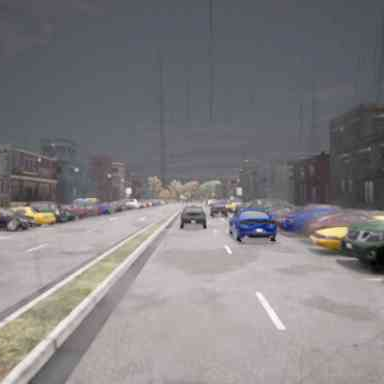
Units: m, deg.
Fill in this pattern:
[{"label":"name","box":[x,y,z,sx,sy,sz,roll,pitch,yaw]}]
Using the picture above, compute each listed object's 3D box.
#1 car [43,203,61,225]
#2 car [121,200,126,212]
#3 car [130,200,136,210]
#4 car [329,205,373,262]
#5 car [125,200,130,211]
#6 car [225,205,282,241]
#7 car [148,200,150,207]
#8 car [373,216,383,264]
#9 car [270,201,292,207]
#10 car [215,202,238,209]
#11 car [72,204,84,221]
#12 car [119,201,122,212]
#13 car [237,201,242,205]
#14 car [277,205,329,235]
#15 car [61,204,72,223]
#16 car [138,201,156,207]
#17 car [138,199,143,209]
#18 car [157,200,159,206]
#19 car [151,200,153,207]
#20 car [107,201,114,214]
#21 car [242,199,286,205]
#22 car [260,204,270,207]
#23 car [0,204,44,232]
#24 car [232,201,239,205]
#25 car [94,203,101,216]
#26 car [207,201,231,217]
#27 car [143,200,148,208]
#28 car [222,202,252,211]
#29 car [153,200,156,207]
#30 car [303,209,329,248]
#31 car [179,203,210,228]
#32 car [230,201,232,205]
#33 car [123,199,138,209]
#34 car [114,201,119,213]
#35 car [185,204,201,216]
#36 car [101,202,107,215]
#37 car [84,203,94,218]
[{"label":"car","box":[-12.961,1.796,24.575,5.366,1.575,1.946,0,-1,0]},{"label":"car","box":[-12.758,2.344,49.454,4.792,1.488,2.163,0,-1,0]},{"label":"car","box":[-12.711,2.543,57.788,4.674,1.452,2.002,0,-1,0]},{"label":"car","box":[7.611,1.308,10.279,5.566,2.045,2.435,0,-1,0]},{"label":"car","box":[-12.731,2.377,52.234,4.892,1.521,2.231,0,-1,0]},{"label":"car","box":[3.098,1.672,17.785,1.882,1.535,5.008,0,-1,0]},{"label":"car","box":[-12.867,2.906,74.585,5.366,1.575,1.946,0,-1,0]},{"label":"car","box":[7.610,1.276,7.522,5.566,2.045,2.435,0,-1,0]},{"label":"car","box":[7.670,1.613,21.299,4.553,1.767,2.185,0,-1,0]},{"label":"car","box":[7.593,2.895,73.675,5.008,1.535,2.097,0,-1,0]},{"label":"car","box":[-12.736,1.935,30.006,4.792,1.488,2.163,0,-1,0]},{"label":"car","box":[-12.732,2.293,46.676,4.674,1.452,2.002,0,-1,0]},{"label":"car","box":[7.633,2.001,35.081,5.008,1.535,2.097,0,-1,0]},{"label":"car","box":[7.633,1.687,18.540,5.008,1.535,2.097,0,-1,0]},{"label":"car","box":[-12.743,1.725,27.238,4.553,1.767,2.185,0,-1,0]},{"label":"car","box":[-12.653,3.424,94.026,4.792,1.488,2.163,0,-1,0]},{"label":"car","box":[-12.731,2.385,63.476,5.566,2.045,2.435,0,-1,0]},{"label":"car","box":[-12.650,3.075,91.253,5.566,2.045,2.435,0,-1,0]},{"label":"car","box":[-12.677,3.046,80.016,5.008,1.535,2.097,0,-1,0]},{"label":"car","box":[-12.739,2.136,41.245,5.008,1.535,2.097,0,-1,0]},{"label":"car","box":[7.666,1.643,29.572,5.566,2.045,2.435,0,-1,0]},{"label":"car","box":[7.667,1.819,24.053,4.792,1.488,2.163,0,-1,0]},{"label":"car","box":[-12.787,1.746,21.795,4.892,1.521,2.231,0,-1,0]},{"label":"car","box":[7.667,2.143,40.593,4.792,1.488,2.163,0,-1,0]},{"label":"car","box":[-12.749,2.019,35.563,4.892,1.521,2.231,0,-1,0]},{"label":"car","box":[3.098,2.117,39.512,1.837,1.490,4.892,0,-1,0]},{"label":"car","box":[-12.658,2.869,71.805,4.792,1.488,2.163,0,-1,0]},{"label":"car","box":[7.660,2.512,57.137,4.792,1.488,2.163,0,-1,0]},{"label":"car","box":[-12.677,3.188,85.690,5.008,1.535,2.097,0,-1,0]},{"label":"car","box":[7.453,1.592,13.028,5.366,1.575,1.946,0,-1,0]},{"label":"car","box":[0.098,1.830,24.946,1.837,1.490,4.892,0,-1,0]},{"label":"car","box":[7.635,2.214,43.386,4.674,1.452,2.002,0,-1,0]},{"label":"car","box":[-12.740,2.445,60.661,4.553,1.767,2.185,0,-1,0]},{"label":"car","box":[-12.746,2.196,44.023,4.892,1.521,2.231,0,-1,0]},{"label":"car","box":[0.097,2.262,41.843,1.895,1.301,4.718,0,-1,0]},{"label":"car","box":[-12.779,2.104,38.340,4.792,1.488,2.163,0,-1,0]},{"label":"car","box":[-12.766,1.961,32.784,5.008,1.535,2.097,0,-1,0]}]
